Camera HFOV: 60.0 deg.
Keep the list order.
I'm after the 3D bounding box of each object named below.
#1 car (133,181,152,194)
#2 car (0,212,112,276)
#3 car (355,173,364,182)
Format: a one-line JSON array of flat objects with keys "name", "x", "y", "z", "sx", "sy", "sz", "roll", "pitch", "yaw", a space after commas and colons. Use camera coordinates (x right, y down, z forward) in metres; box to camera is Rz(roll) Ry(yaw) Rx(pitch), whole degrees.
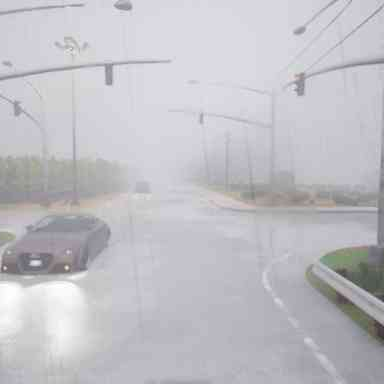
[{"name": "car", "x": -5.739, "y": -0.521, "z": 38.745, "sx": 1.837, "sy": 1.490, "sz": 4.892, "roll": 0, "pitch": 5, "yaw": -6}, {"name": "car", "x": -3.701, "y": 1.333, "z": 9.753, "sx": 1.994, "sy": 1.385, "sz": 4.181, "roll": 0, "pitch": 4, "yaw": -1}, {"name": "car", "x": 41.410, "y": -3.641, "z": 81.571, "sx": 1.905, "sy": 1.878, "sz": 3.866, "roll": 11, "pitch": 11, "yaw": 40}]
